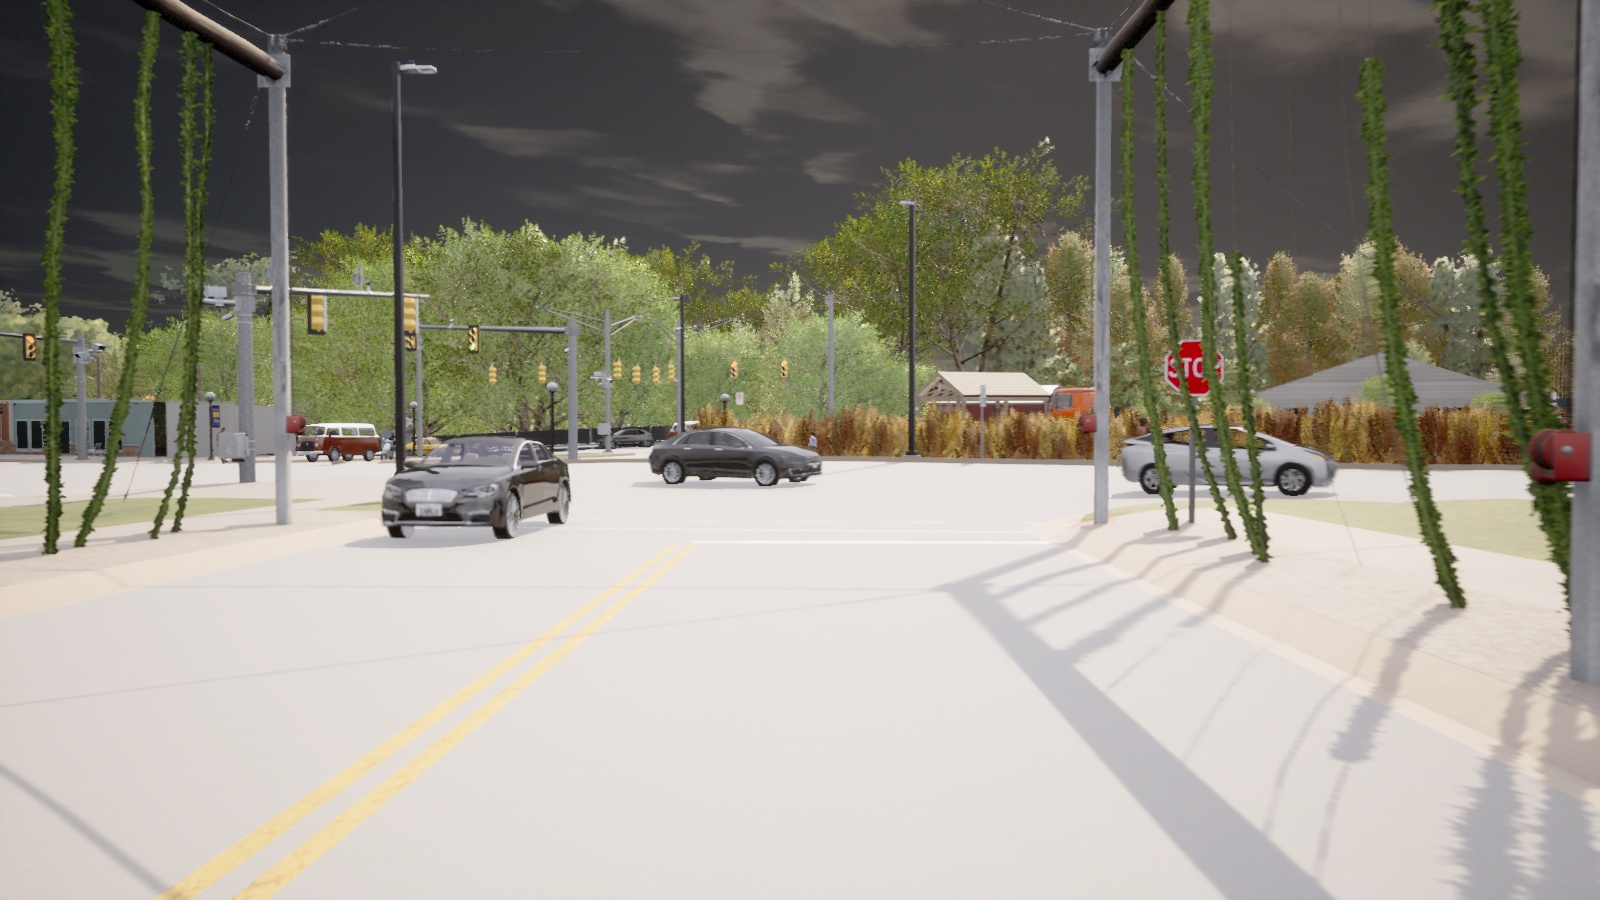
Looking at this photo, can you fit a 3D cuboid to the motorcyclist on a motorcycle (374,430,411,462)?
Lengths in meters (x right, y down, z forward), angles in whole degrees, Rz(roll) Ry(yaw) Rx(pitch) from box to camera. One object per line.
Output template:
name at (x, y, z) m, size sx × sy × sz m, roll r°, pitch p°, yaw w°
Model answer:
motorcyclist on a motorcycle at (-20.714, -0.211, 63.844) m, size 0.866 × 1.590 × 1.817 m, roll 0°, pitch 0°, yaw 21°

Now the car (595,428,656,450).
car at (-13.223, -0.849, 95.021) m, size 4.193 × 1.474 × 1.816 m, roll -2°, pitch 2°, yaw -26°

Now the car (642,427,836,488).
car at (-1.649, 0.162, 33.370) m, size 4.892 × 1.490 × 1.837 m, roll 0°, pitch 3°, yaw 29°

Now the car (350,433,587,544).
car at (-4.993, 0.497, 19.777) m, size 2.128 × 1.511 × 4.902 m, roll 0°, pitch 1°, yaw 4°

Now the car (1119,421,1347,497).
car at (9.477, 0.173, 27.473) m, size 4.514 × 1.525 × 2.007 m, roll 0°, pitch 2°, yaw 26°

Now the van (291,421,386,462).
van at (-24.077, -0.417, 65.696) m, size 2.069 × 2.038 × 4.480 m, roll -1°, pitch 0°, yaw 25°

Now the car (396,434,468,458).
car at (-26.657, -0.287, 90.851) m, size 5.366 × 1.575 × 1.801 m, roll -1°, pitch 2°, yaw 31°

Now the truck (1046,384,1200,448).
truck at (18.233, -1.898, 71.017) m, size 7.936 × 3.462 × 2.891 m, roll 0°, pitch 2°, yaw 32°
